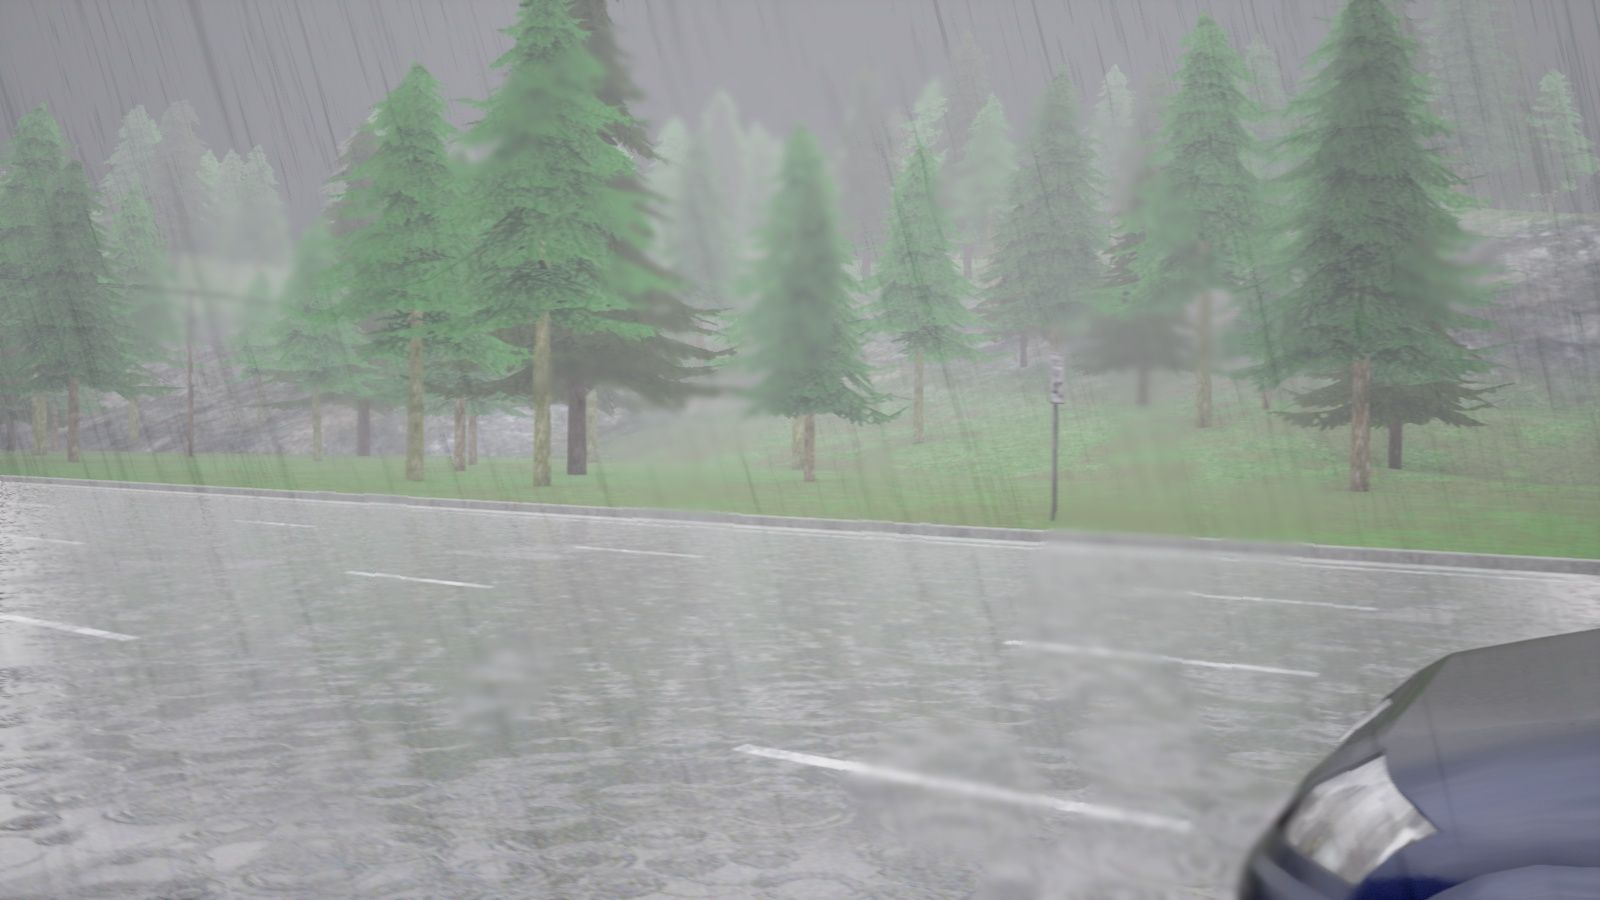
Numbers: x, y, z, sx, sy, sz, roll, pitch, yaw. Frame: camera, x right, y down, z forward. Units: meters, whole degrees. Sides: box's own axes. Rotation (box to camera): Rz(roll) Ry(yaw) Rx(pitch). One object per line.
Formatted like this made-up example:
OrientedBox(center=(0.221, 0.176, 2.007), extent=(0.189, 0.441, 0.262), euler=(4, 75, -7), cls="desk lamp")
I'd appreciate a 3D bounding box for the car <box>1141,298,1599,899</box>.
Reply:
OrientedBox(center=(2.757, 0.579, 1.804), extent=(3.988, 1.617, 1.851), euler=(0, 1, 34), cls="car")
